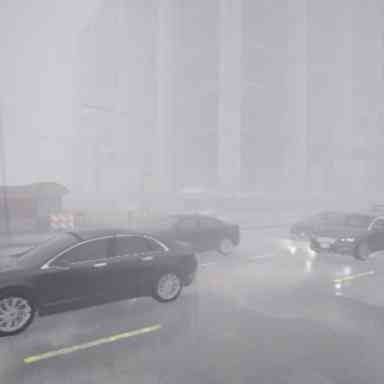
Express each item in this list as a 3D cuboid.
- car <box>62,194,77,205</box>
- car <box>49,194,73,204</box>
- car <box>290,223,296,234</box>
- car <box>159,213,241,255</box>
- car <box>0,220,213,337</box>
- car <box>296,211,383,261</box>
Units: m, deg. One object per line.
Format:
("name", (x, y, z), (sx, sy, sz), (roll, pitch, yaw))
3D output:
("car", (-22.277, 1.293, 58.617), (3.866, 1.878, 1.905), (1, 0, -36))
("car", (-24.001, 1.293, 61.000), (3.866, 1.878, 1.905), (1, 0, -36))
("car", (7.686, 1.734, 18.065), (5.357, 1.411, 2.033), (1, 0, -35))
("car", (-0.421, 1.553, 12.286), (5.008, 1.535, 1.882), (1, -1, -35))
("car", (-2.126, 1.530, 6.774), (4.892, 1.490, 1.837), (1, -1, -36))
("car", (6.615, 1.636, 13.004), (4.902, 1.511, 2.128), (1, -1, -35))
